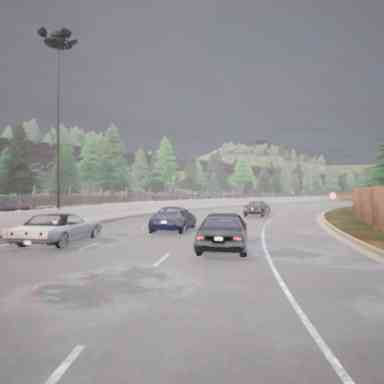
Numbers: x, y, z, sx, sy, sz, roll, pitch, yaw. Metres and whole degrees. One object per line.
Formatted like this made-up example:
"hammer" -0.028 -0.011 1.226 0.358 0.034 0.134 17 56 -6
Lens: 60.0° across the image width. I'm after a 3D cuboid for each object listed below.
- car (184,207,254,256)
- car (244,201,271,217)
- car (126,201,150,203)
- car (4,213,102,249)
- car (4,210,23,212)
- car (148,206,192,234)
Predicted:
"car" 1.249 1.530 13.051 2.033 1.411 5.357 0 0 9
"car" 6.088 1.523 30.896 2.033 1.411 5.357 0 0 21
"car" -6.113 1.252 38.322 2.097 1.767 4.553 0 0 23
"car" -5.601 1.547 14.241 1.895 1.301 4.718 0 0 9
"car" -14.260 1.236 24.743 2.097 1.767 4.553 0 0 15
"car" -1.027 1.524 19.216 1.994 1.385 4.181 0 0 12
